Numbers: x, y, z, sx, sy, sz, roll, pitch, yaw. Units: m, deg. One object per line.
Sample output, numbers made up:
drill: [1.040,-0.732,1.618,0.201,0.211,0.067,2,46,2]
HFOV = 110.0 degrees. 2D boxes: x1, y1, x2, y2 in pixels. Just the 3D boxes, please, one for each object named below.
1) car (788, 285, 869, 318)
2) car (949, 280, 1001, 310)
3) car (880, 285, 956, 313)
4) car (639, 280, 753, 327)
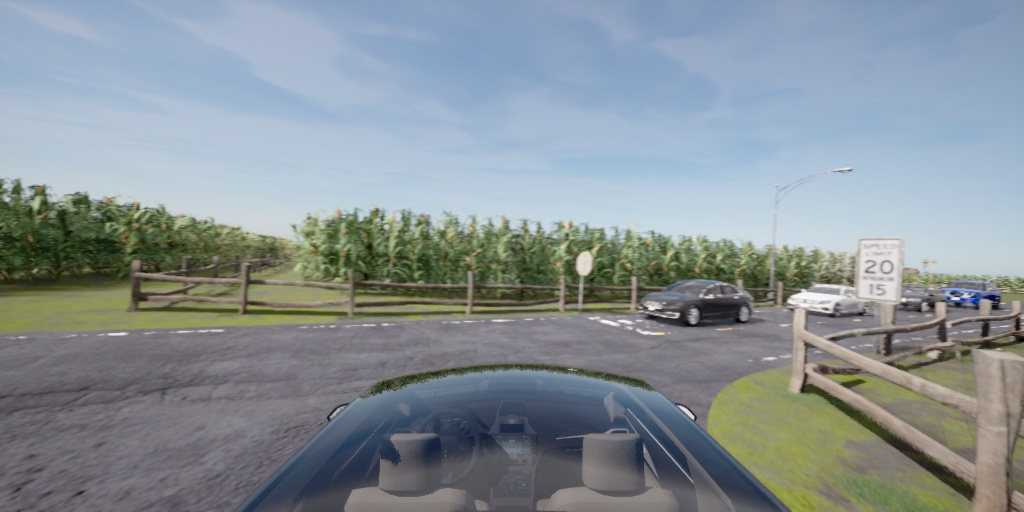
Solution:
car: [15.823,2.169,17.835,4.674,1.442,1.812,3,0,-26]
car: [34.607,2.893,27.126,5.566,2.045,2.150,3,0,-26]
car: [25.171,2.645,22.479,4.902,1.511,2.128,3,0,-26]
car: [6.922,1.665,13.357,4.892,1.490,1.837,3,0,-28]
